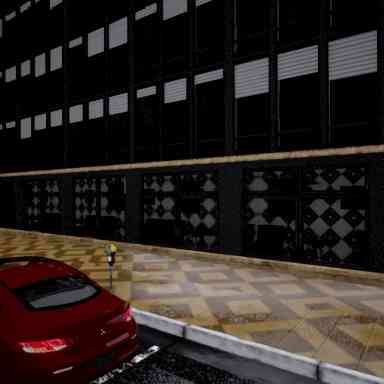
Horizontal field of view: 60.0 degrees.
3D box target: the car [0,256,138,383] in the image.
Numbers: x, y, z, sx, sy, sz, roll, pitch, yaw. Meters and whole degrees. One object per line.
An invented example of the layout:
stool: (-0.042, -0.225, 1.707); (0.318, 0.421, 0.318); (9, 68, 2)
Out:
car: (-2.591, 1.583, 4.673); (4.206, 1.307, 1.802); (0, 0, 35)
